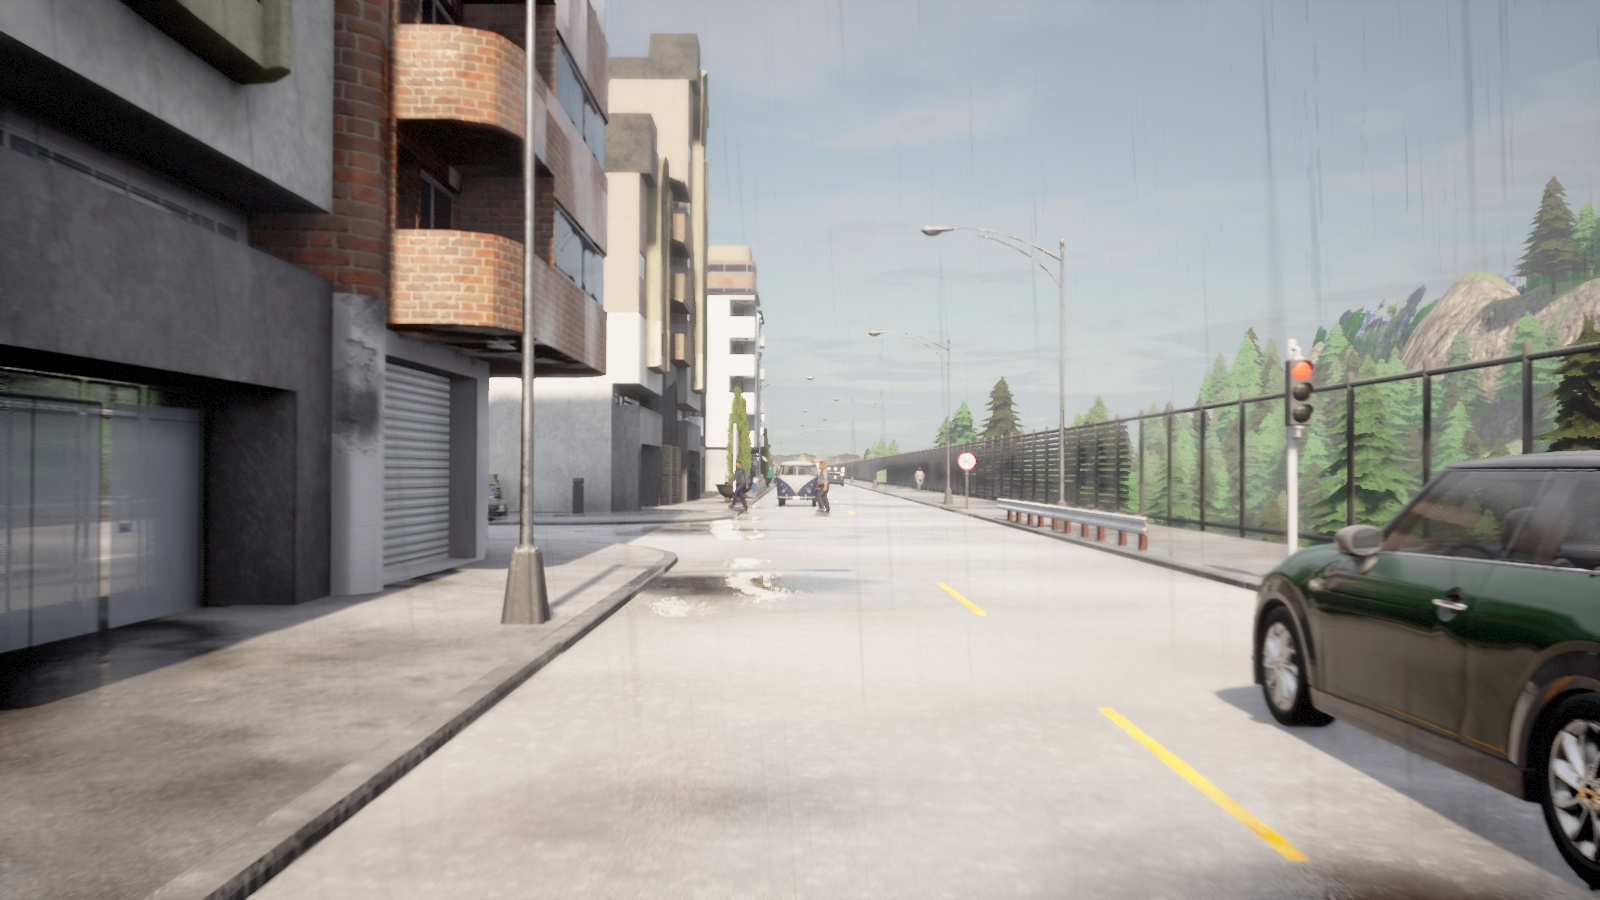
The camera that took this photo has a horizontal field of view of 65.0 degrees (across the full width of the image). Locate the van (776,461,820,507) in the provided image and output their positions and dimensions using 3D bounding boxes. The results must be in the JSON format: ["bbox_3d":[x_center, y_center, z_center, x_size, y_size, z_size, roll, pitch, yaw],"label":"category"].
[{"bbox_3d":[-0.060,1.507,56.102,1.775,1.987,4.442,0,-1,2],"label":"van"}]

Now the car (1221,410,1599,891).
[{"bbox_3d":[3.982,0.765,6.421,2.097,1.767,4.553,0,-1,0],"label":"car"}]

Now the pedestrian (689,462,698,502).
[{"bbox_3d":[-5.291,1.594,62.638,0.423,1.949,0.788,0,-1,-3],"label":"pedestrian"}]

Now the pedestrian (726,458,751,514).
[{"bbox_3d":[-2.178,1.278,44.642,0.788,1.949,0.423,0,-1,-34],"label":"pedestrian"}]

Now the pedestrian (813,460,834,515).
[{"bbox_3d":[0.794,1.278,43.005,0.694,1.848,0.540,0,-1,0],"label":"pedestrian"}]

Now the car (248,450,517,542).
[{"bbox_3d":[-9.627,1.063,29.303,5.566,2.045,2.150,0,-1,1],"label":"car"}]
